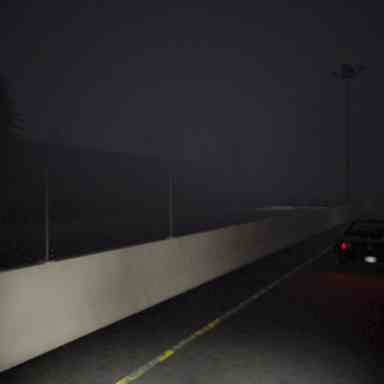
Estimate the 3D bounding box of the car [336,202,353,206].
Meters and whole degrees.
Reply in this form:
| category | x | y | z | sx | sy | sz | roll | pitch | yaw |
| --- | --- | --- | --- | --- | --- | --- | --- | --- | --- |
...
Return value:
| category | x | y | z | sx | sy | sz | roll | pitch | yaw |
| --- | --- | --- | --- | --- | --- | --- | --- | --- | --- |
| car | 21.062 | 1.294 | 45.735 | 1.812 | 1.442 | 4.674 | 0 | 0 | 34 |

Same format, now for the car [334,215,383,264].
| category | x | y | z | sx | sy | sz | roll | pitch | yaw |
| --- | --- | --- | --- | --- | --- | --- | --- | --- | --- |
| car | 6.128 | 1.543 | 10.917 | 1.895 | 1.301 | 4.718 | 0 | 0 | 34 |
